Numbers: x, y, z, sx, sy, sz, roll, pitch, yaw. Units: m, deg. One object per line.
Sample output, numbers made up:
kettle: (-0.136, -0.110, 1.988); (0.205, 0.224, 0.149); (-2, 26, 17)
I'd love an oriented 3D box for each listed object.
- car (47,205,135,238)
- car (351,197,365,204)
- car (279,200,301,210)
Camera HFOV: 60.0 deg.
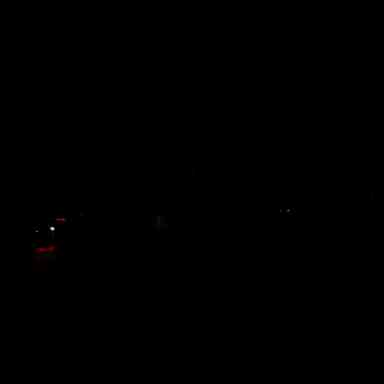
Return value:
car: (-5.124, 1.476, 17.576); (1.837, 1.490, 4.892); (-1, -1, 36)
car: (38.385, 2.005, 77.787); (2.097, 1.767, 4.553); (-1, -1, 36)
car: (14.623, 1.912, 49.512); (1.895, 1.301, 4.718); (-1, -1, 36)
